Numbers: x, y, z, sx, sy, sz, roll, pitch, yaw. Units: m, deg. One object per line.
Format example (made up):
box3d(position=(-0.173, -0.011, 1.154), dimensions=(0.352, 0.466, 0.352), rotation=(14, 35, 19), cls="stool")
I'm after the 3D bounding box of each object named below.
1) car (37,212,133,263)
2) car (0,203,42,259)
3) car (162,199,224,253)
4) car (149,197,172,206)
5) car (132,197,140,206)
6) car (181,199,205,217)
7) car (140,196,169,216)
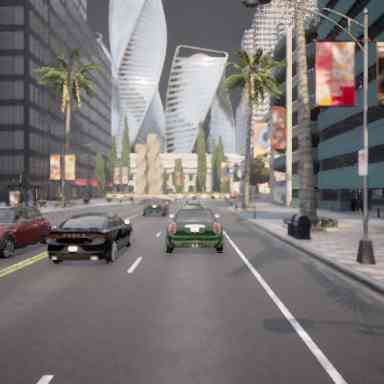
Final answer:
box3d(position=(-3.398, 1.467, 11.965), dimensions=(1.882, 1.535, 5.008), rotation=(0, 0, 0), cls="car")
box3d(position=(-7.098, 1.341, 12.416), dimensions=(2.097, 1.767, 4.553), rotation=(0, 0, 0), cls="car")
box3d(position=(0.102, 1.340, 13.849), dimensions=(2.097, 1.767, 4.553), rotation=(0, 0, 0), cls="car")
box3d(position=(-5.058, 1.553, 54.223), dimensions=(1.895, 1.301, 4.718), rotation=(0, 0, 18), cls="car")
box3d(position=(-8.311, 1.477, 55.383), dimensions=(1.812, 1.442, 4.674), rotation=(0, 0, 17), cls="car")
box3d(position=(0.106, 1.463, 32.313), dimensions=(2.128, 1.511, 4.902), rotation=(0, 0, 0), cls="car")
box3d(position=(-3.395, 1.324, 32.120), dimensions=(2.097, 1.767, 4.553), rotation=(0, 0, 0), cls="car")
